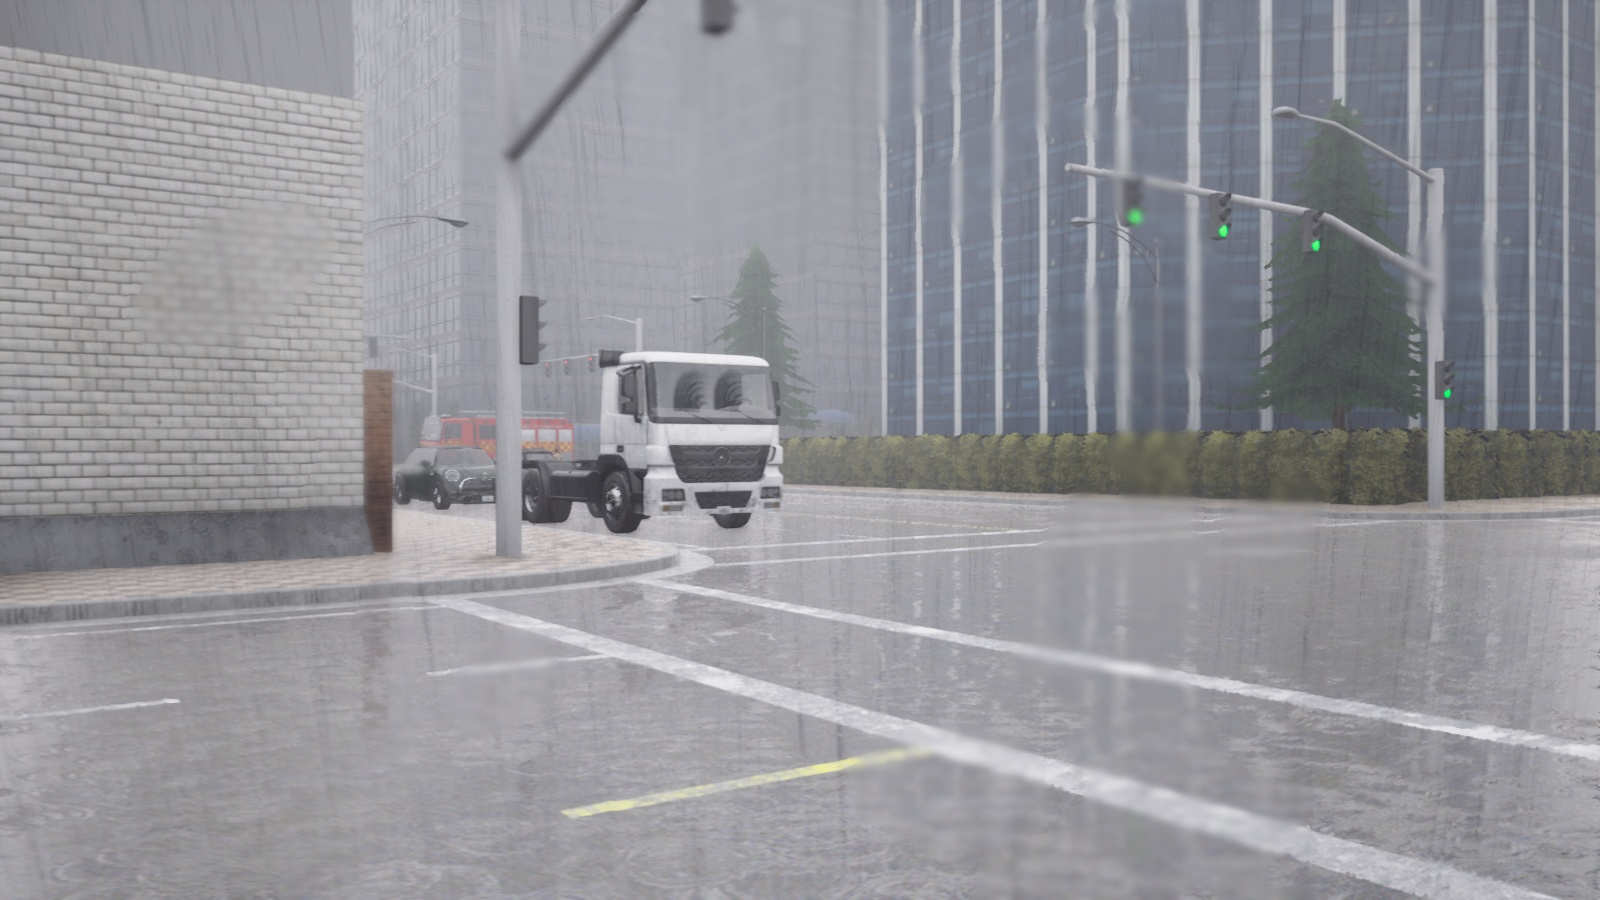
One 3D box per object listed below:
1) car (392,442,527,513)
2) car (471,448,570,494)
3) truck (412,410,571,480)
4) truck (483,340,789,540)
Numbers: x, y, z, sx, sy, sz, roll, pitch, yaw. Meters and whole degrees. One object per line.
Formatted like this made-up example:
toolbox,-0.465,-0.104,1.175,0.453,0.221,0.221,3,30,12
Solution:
car,-9.252,0.702,33.863,2.097,1.767,4.553,0,0,-35
car,-10.798,0.776,48.288,2.033,1.649,4.856,0,0,-35
truck,-17.793,-0.286,72.758,8.468,3.827,2.891,0,0,-35
truck,-3.668,-0.170,25.870,2.891,3.462,7.936,0,0,-35
